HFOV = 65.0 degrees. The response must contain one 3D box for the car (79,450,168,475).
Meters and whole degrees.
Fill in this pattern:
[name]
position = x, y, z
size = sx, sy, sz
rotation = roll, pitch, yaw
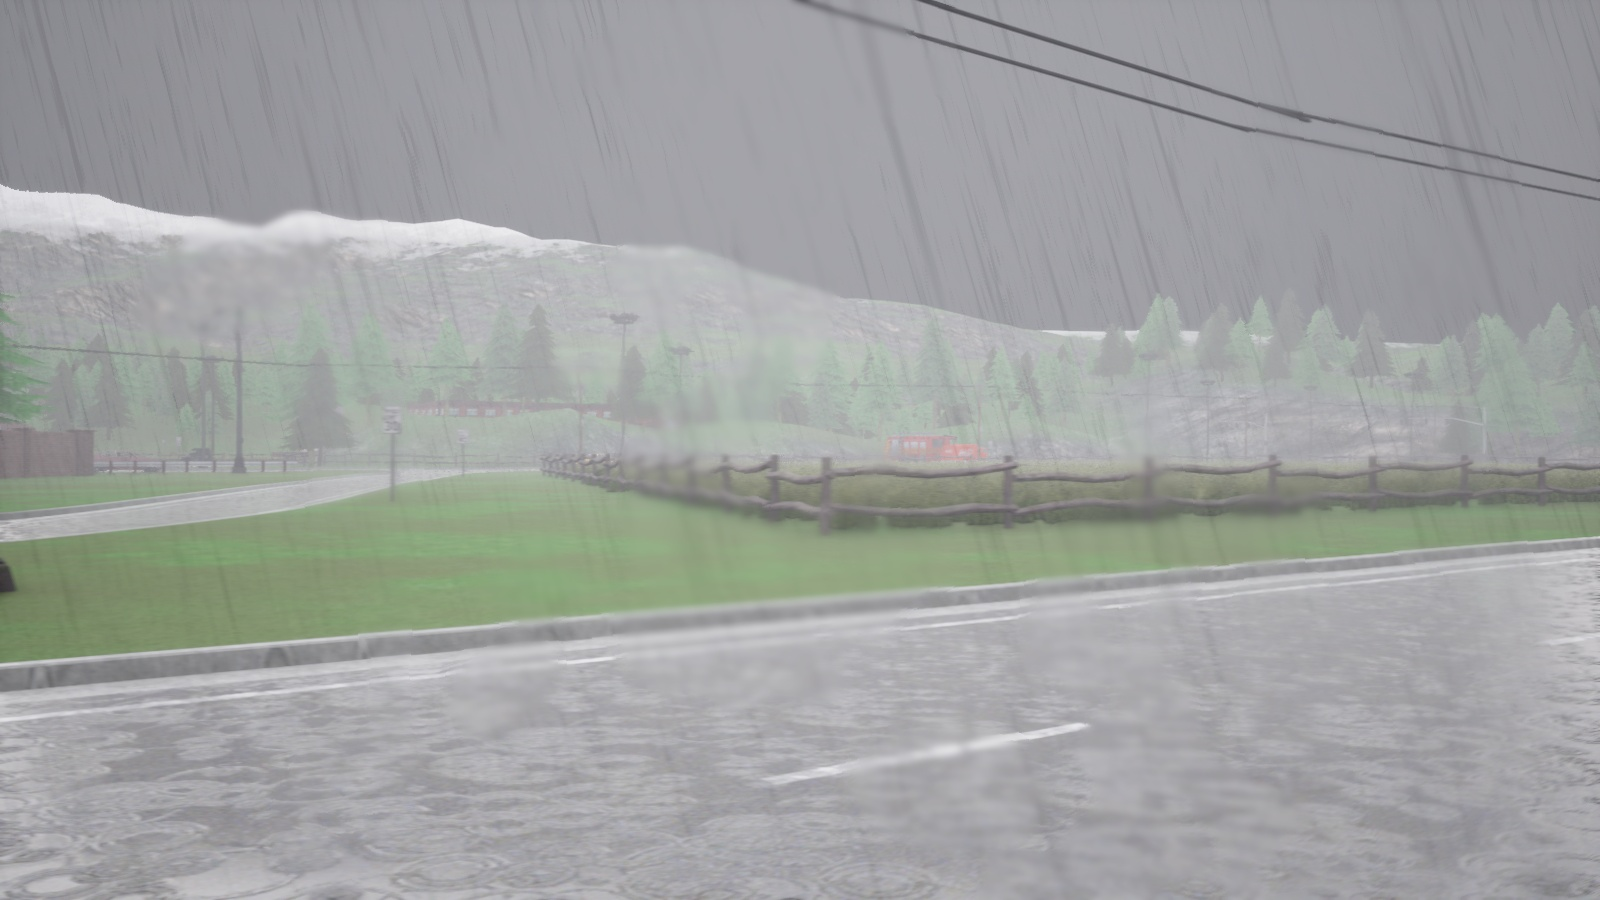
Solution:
[car]
position = -45.710, 0.827, 84.884
size = 5.027, 1.651, 2.152
rotation = 0, 0, -35
